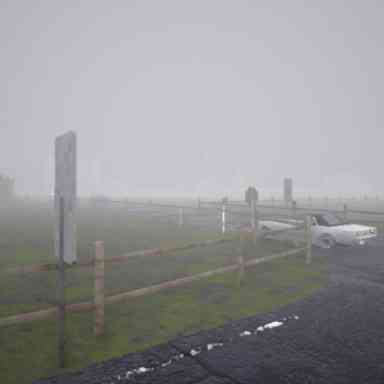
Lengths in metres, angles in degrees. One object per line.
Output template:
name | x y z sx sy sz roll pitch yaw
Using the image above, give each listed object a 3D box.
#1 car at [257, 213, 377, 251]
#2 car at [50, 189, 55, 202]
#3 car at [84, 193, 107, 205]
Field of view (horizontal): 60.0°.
car | 4.839 1.512 13.829 1.895 1.301 4.718 0 1 -38
car | -19.470 0.567 49.540 2.150 2.045 5.566 0 1 -37
car | -13.389 0.937 46.006 1.837 1.490 4.892 0 1 -37
